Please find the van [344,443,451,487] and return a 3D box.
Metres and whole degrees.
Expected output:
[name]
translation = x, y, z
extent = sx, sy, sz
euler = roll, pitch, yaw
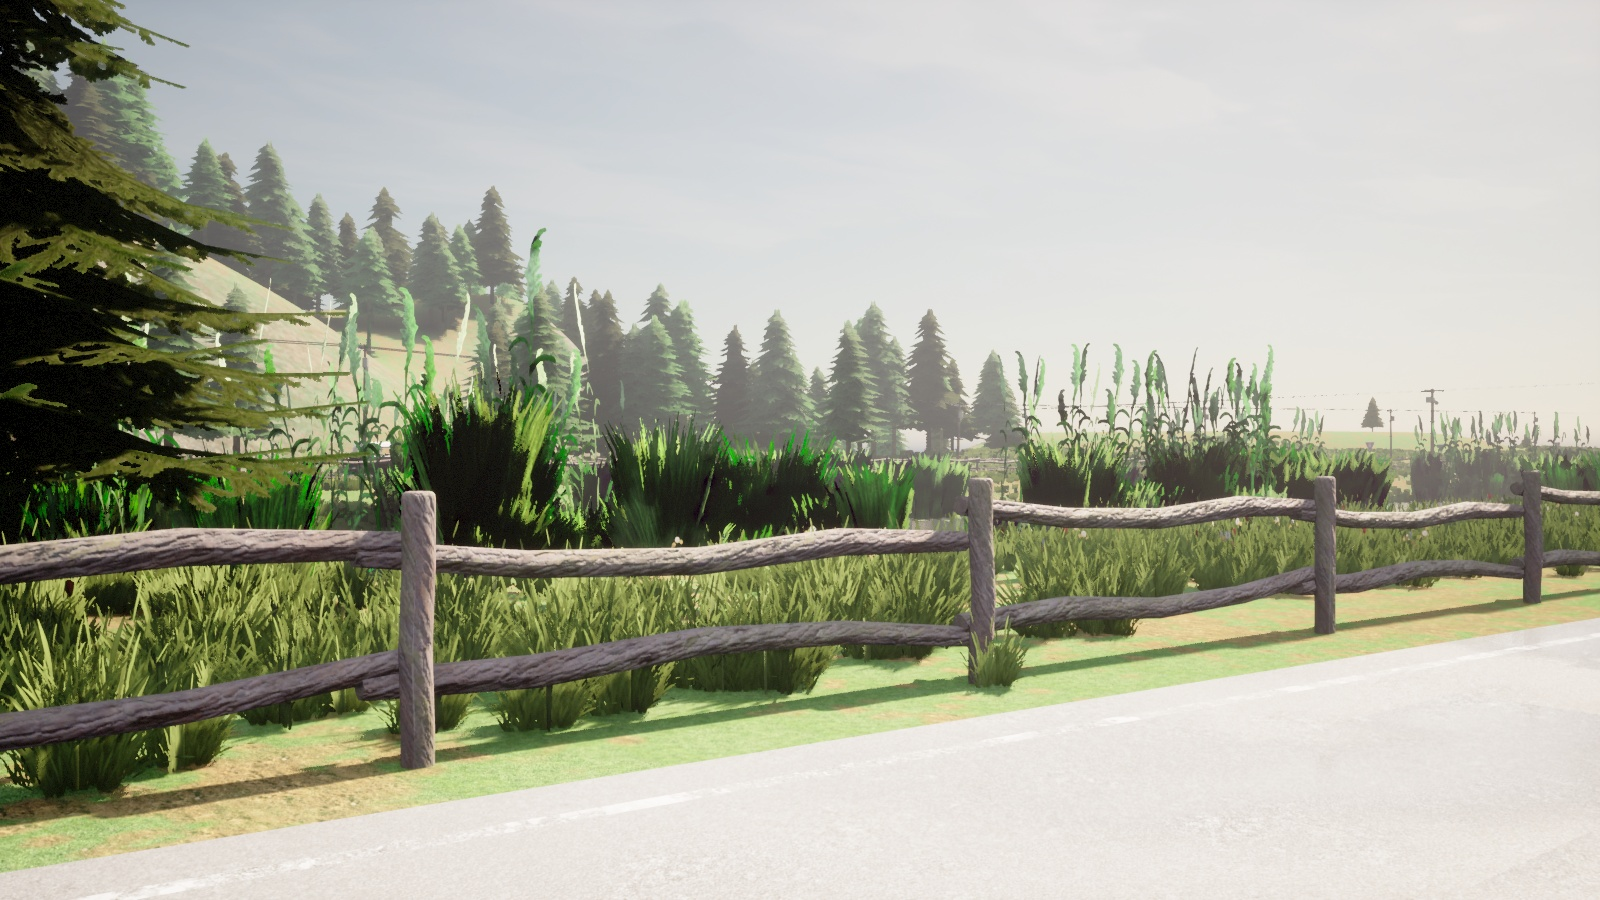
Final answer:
[van]
translation = -19.483, 0.693, 60.943
extent = 4.480, 2.038, 2.069
euler = 0, 0, -43
